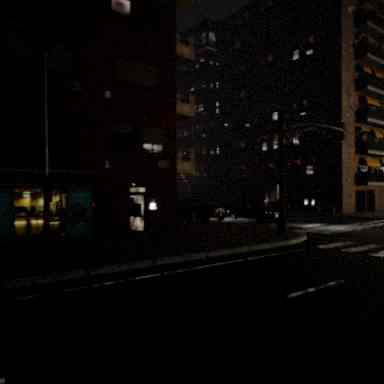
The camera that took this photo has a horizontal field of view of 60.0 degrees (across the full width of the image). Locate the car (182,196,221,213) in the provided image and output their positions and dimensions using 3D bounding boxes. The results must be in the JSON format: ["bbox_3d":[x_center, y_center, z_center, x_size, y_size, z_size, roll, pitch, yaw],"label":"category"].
[{"bbox_3d":[1.109,1.524,42.039,2.192,1.841,5.009,-2,0,-37],"label":"car"}]

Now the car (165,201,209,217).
[{"bbox_3d":[-0.620,1.687,34.453,2.128,1.511,4.902,-1,0,-37],"label":"car"}]

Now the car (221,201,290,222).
[{"bbox_3d":[5.000,1.566,26.891,2.128,1.511,4.902,-1,0,-35],"label":"car"}]

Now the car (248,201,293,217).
[{"bbox_3d":[7.745,1.648,33.092,1.802,1.307,4.206,-2,0,-37],"label":"car"}]

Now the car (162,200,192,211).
[{"bbox_3d":[-2.200,1.831,46.513,2.008,1.369,4.403,-2,0,-37],"label":"car"}]

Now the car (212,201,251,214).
[{"bbox_3d":[4.430,1.703,37.565,1.947,1.339,4.313,-2,0,-37],"label":"car"}]

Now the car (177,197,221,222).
[{"bbox_3d":[0.770,1.457,27.970,2.192,1.841,5.009,-1,0,-37],"label":"car"}]
